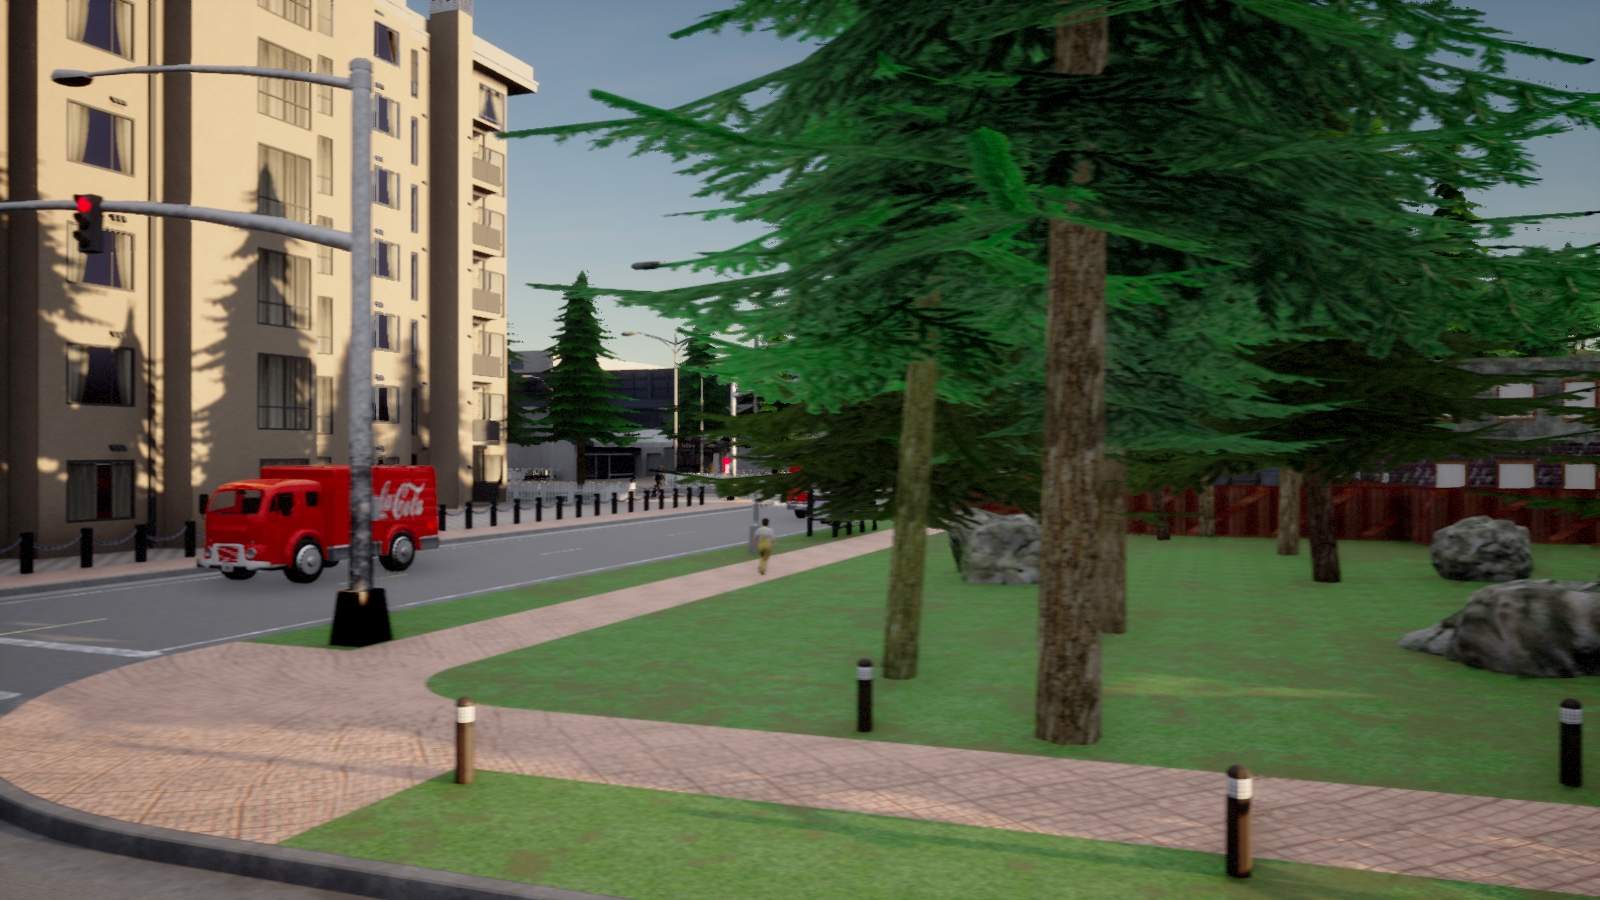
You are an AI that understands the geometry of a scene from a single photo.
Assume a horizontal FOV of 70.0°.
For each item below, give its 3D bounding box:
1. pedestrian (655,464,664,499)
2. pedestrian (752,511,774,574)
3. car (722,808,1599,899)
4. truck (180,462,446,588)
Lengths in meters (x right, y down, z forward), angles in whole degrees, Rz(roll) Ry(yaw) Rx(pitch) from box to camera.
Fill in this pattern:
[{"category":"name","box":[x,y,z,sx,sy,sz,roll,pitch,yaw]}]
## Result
[{"category":"pedestrian","box":[-7.469,1.686,60.695,0.375,1.860,0.375,0,0,17]},{"category":"pedestrian","box":[-0.788,1.956,24.321,0.375,1.300,0.375,0,0,19]},{"category":"car","box":[2.255,2.072,2.489,5.357,1.411,2.033,0,0,20]},{"category":"truck","box":[-10.792,1.548,25.850,2.627,2.467,5.204,0,0,21]}]
